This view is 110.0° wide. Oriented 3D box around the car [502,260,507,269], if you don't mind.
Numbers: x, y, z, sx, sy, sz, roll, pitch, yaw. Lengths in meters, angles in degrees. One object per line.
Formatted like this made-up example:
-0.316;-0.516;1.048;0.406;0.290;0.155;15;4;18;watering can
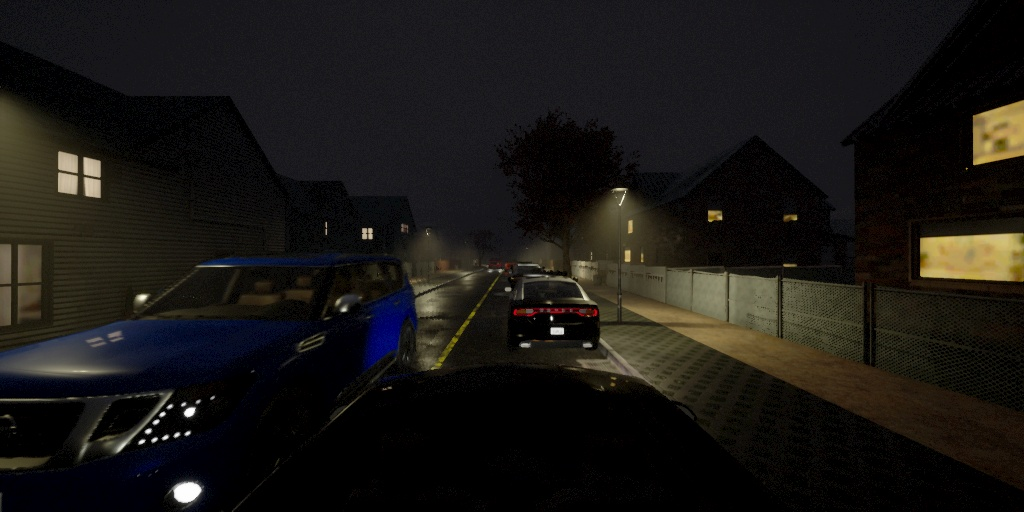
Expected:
0.116;1.210;47.991;2.097;1.767;4.553;0;0;1;car

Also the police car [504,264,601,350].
0.837;1.178;9.177;1.930;1.638;5.238;0;0;0;police car

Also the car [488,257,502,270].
-2.656;1.139;58.469;2.150;2.045;5.566;0;0;0;car

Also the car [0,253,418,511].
-2.845;0.972;4.661;2.150;2.045;5.566;0;0;0;car

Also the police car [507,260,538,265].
0.854;1.184;19.178;1.930;1.638;5.238;0;0;0;police car
